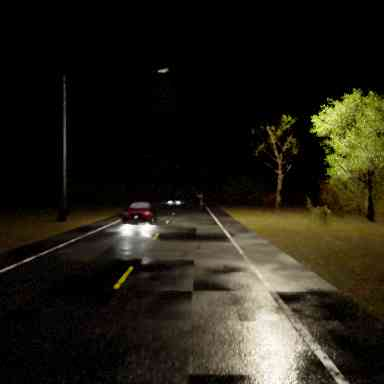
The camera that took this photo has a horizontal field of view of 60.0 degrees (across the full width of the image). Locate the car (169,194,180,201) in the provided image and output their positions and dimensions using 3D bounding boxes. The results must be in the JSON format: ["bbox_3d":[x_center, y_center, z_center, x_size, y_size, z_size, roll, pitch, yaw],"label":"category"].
[{"bbox_3d":[-3.406,1.076,65.033,1.895,1.301,4.718,0,0,1],"label":"car"}]

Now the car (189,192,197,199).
[{"bbox_3d":[0.131,0.824,78.857,1.837,1.490,4.892,0,0,0],"label":"car"}]

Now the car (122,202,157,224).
[{"bbox_3d":[-3.559,1.382,23.154,1.994,1.385,4.181,0,0,0],"label":"car"}]

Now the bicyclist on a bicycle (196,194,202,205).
[{"bbox_3d":[1.038,1.052,48.002,0.866,1.612,1.509,0,0,0],"label":"bicyclist on a bicycle"}]

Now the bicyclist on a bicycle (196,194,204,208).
[{"bbox_3d":[1.025,1.069,37.822,0.659,1.776,1.843,0,1,0],"label":"bicyclist on a bicycle"}]

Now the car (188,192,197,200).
[{"bbox_3d":[0.119,1.000,69.200,1.994,1.385,4.181,0,0,0],"label":"car"}]
